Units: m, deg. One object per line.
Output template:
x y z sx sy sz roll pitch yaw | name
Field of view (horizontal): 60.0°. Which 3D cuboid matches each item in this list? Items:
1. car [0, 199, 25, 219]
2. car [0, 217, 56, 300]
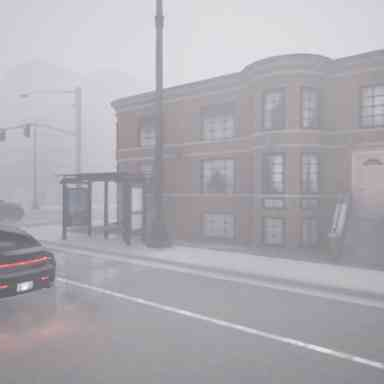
-14.765 1.166 23.475 2.150 2.045 5.566 -1 -1 28 | car
-5.078 1.488 7.642 4.892 1.490 1.837 1 0 36 | car
